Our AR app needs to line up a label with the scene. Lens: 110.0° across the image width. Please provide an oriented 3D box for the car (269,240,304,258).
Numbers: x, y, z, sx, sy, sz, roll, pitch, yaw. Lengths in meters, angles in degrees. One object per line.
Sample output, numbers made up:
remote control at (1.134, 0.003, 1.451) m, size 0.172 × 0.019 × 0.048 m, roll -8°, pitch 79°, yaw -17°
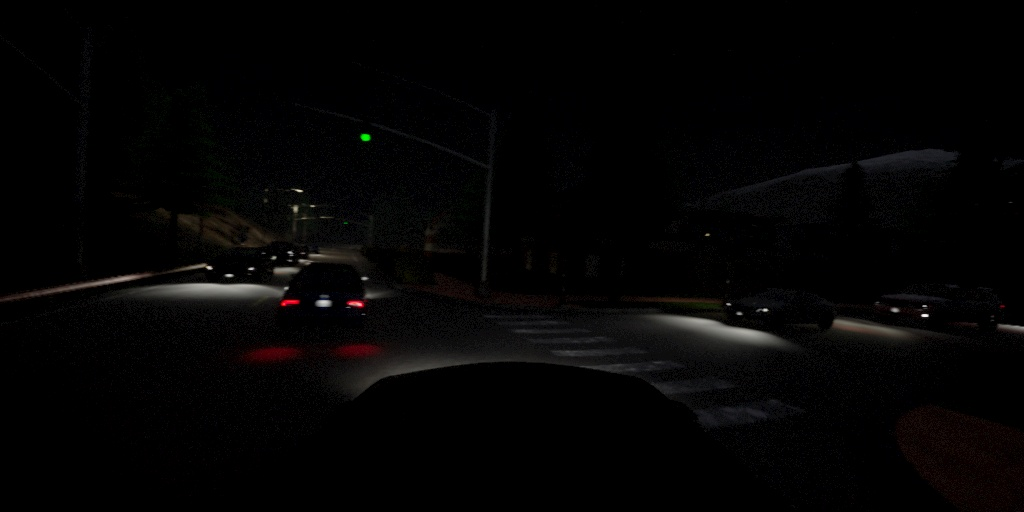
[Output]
car at (-16.519, -0.261, 25.622) m, size 2.097 × 1.767 × 4.553 m, roll 4°, pitch 1°, yaw -25°

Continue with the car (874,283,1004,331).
car at (20.581, 2.346, 17.294) m, size 5.566 × 2.045 × 2.150 m, roll 4°, pitch 1°, yaw -12°

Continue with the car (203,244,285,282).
car at (-12.361, 0.298, 16.713) m, size 2.033 × 1.411 × 5.357 m, roll 4°, pitch 1°, yaw -25°

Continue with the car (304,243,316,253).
car at (-20.997, -0.455, 35.224) m, size 2.033 × 1.411 × 5.357 m, roll 4°, pitch 1°, yaw -24°

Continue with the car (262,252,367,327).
car at (-4.955, 0.889, 9.680) m, size 2.033 × 1.411 × 5.357 m, roll 5°, pitch 1°, yaw -25°

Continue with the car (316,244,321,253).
car at (-27.214, -1.019, 48.626) m, size 1.812 × 1.442 × 4.674 m, roll 4°, pitch 1°, yaw -25°

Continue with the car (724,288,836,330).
car at (10.727, 2.014, 14.252) m, size 4.674 × 1.442 × 1.812 m, roll 4°, pitch 1°, yaw -20°
